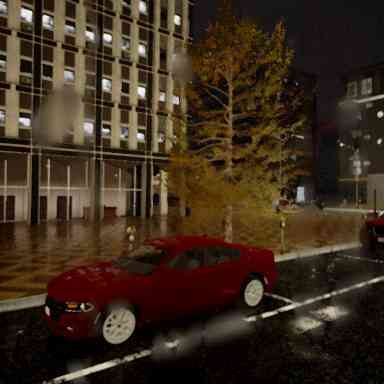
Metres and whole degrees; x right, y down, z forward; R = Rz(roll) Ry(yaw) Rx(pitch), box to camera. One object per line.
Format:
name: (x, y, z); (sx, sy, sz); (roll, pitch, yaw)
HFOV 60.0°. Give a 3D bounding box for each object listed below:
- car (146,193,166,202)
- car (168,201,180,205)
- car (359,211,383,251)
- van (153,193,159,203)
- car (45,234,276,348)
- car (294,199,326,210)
car: (-8.031, 1.184, 74.579); (2.192, 1.841, 5.009); (1, -1, -36)
car: (-1.692, 1.091, 51.396); (2.192, 1.841, 5.009); (1, -1, -36)
car: (8.475, 1.302, 12.695); (5.009, 1.841, 2.192); (0, 1, -36)
van: (-4.978, 1.102, 55.970); (1.690, 1.788, 3.998); (1, -1, -36)
car: (-0.341, 1.542, 6.305); (4.507, 1.381, 1.887); (0, 1, -36)
car: (14.965, 1.536, 42.565); (1.947, 1.339, 4.313); (1, -1, -36)
